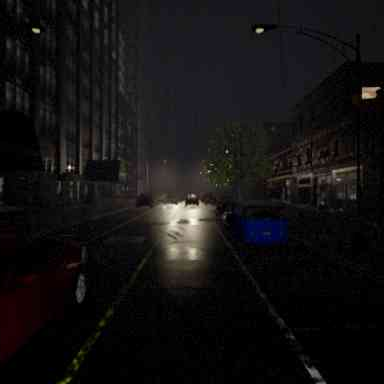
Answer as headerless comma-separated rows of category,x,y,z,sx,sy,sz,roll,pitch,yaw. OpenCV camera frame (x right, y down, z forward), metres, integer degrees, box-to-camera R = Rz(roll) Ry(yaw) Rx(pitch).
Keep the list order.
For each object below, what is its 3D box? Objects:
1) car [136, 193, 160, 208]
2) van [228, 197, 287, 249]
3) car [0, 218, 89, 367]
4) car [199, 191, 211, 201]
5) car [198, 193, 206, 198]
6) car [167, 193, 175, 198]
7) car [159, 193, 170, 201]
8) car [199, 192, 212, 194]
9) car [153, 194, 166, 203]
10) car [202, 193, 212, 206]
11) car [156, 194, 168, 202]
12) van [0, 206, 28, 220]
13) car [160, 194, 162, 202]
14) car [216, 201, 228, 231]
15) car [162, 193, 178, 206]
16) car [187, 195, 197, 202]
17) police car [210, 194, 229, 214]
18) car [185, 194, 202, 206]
car,-5.682,1.040,41.613,2.192,1.841,5.009,1,0,0
van,2.702,1.253,13.885,1.690,1.788,3.998,1,0,0
car,-3.102,1.446,5.047,1.882,1.535,5.008,0,1,0
car,2.695,0.836,69.346,2.192,1.841,5.009,1,0,0
car,2.688,0.911,91.530,1.947,1.339,4.313,1,0,0
car,-5.692,0.911,91.526,1.947,1.339,4.313,1,0,0
car,-5.689,1.048,69.174,1.752,1.417,4.829,1,0,0
car,2.696,0.919,58.253,2.192,1.841,5.009,1,0,0
car,-5.687,1.131,58.081,1.752,1.417,4.829,1,0,0
car,2.695,1.210,47.333,1.752,1.417,4.829,1,0,0
car,-5.689,1.129,63.799,1.947,1.339,4.313,1,0,0
van,-5.678,1.288,8.337,1.690,1.788,3.998,1,0,0
car,-5.685,1.212,46.990,1.752,1.417,4.829,1,0,0
car,2.698,1.442,19.433,1.947,1.339,4.313,1,0,0
car,-3.085,1.153,48.501,1.882,1.535,5.008,0,0,0
car,-0.009,1.170,62.908,1.895,1.301,4.718,0,0,0
police car,2.996,1.231,30.024,1.930,1.638,5.238,0,0,0
car,0.011,1.296,45.900,1.895,1.301,4.718,0,0,0
